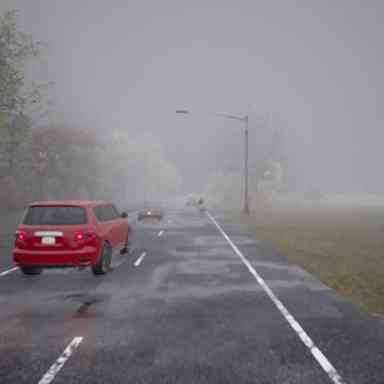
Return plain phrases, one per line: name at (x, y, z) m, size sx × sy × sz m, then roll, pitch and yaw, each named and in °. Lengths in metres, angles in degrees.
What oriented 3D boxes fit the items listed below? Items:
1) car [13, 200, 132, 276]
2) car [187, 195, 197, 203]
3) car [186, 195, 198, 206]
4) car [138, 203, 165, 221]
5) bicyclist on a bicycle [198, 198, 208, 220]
car at (-3.400, 1.250, 10.562) m, size 2.150 × 2.045 × 5.566 m, roll 0°, pitch 0°, yaw 0°
car at (0.004, 1.563, 75.074) m, size 2.097 × 1.767 × 4.553 m, roll 0°, pitch 0°, yaw 0°
car at (0.056, 1.723, 57.641) m, size 1.994 × 1.385 × 4.181 m, roll 0°, pitch 0°, yaw 1°
car at (-3.400, 1.642, 28.499) m, size 1.994 × 1.385 × 4.181 m, roll 0°, pitch 0°, yaw 0°
bicyclist on a bicycle at (0.942, 1.513, 28.151) m, size 0.866 × 1.612 × 1.509 m, roll 0°, pitch 0°, yaw 0°
